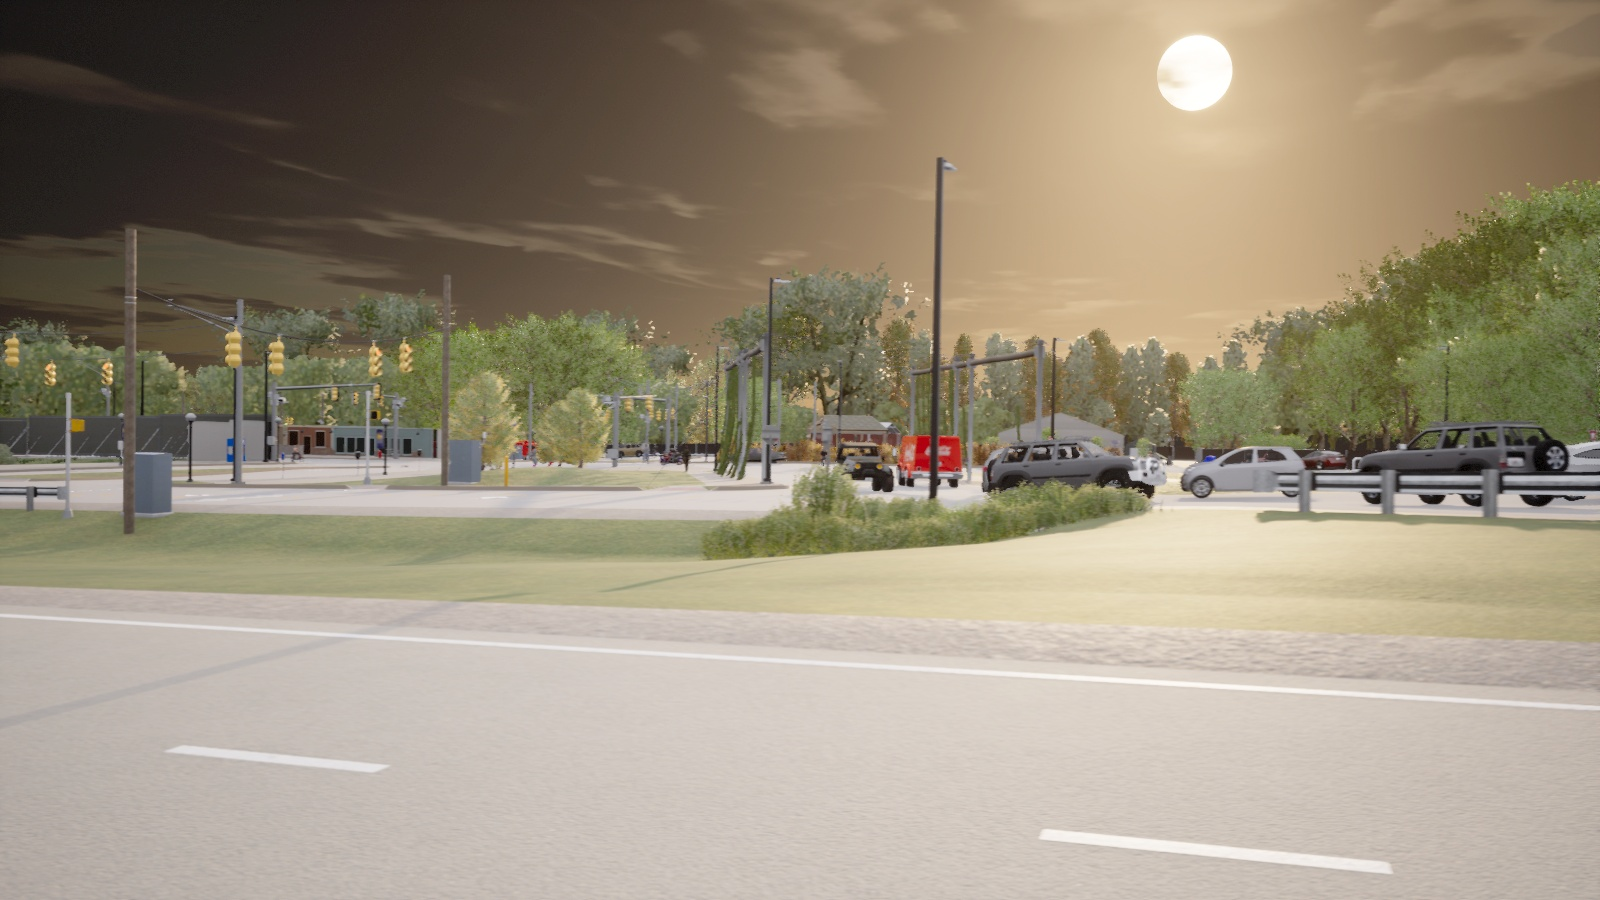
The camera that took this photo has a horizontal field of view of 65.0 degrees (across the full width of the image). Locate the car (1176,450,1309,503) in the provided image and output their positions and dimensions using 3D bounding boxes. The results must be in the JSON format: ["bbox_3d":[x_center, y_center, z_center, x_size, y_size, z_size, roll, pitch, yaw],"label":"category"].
[{"bbox_3d":[13.176,0.779,37.497,3.633,1.501,1.845,-1,0,19],"label":"car"}]

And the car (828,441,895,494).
[{"bbox_3d":[2.280,0.660,47.619,1.905,1.878,3.866,1,-1,-7],"label":"car"}]

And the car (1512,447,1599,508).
[{"bbox_3d":[20.665,0.647,31.405,4.674,1.442,1.812,-2,0,19],"label":"car"}]

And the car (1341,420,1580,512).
[{"bbox_3d":[14.424,0.420,27.771,1.932,1.855,4.605,1,-3,-18],"label":"car"}]

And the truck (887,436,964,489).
[{"bbox_3d":[6.087,0.604,61.542,2.627,2.467,5.204,1,-1,-7],"label":"truck"}]

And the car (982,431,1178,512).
[{"bbox_3d":[7.373,0.628,33.288,4.605,1.855,1.932,-4,-5,36],"label":"car"}]

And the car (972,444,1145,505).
[{"bbox_3d":[7.687,0.685,37.616,2.242,1.667,4.611,-1,1,-45],"label":"car"}]
